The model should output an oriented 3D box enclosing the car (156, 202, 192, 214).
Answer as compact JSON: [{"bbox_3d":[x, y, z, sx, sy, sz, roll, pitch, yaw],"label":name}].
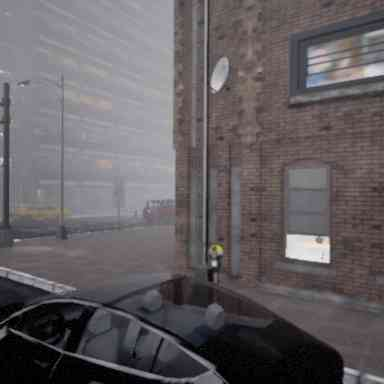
[{"bbox_3d":[-2.118,1.905,40.170,1.887,1.381,4.507,-1,-1,35],"label":"car"}]

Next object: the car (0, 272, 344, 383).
[{"bbox_3d":[-0.742,1.540,3.406,4.313,1.339,1.947,1,0,36],"label":"car"}]

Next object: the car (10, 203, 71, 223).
[{"bbox_3d":[-11.971,1.575,26.120,1.752,1.417,4.829,-1,-1,35],"label":"car"}]

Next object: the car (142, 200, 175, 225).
[{"bbox_3d":[-1.752,1.539,26.158,2.192,1.841,5.009,-1,-1,35],"label":"car"}]
